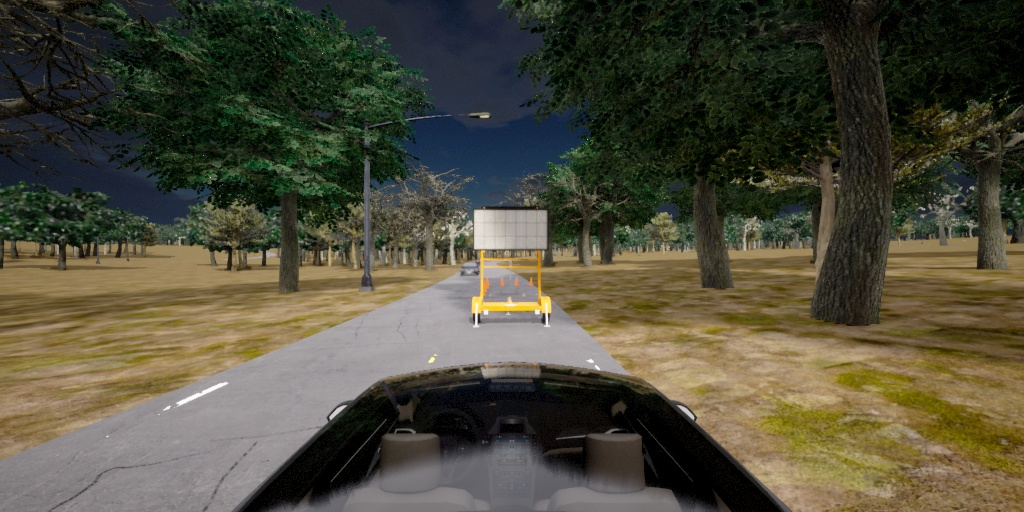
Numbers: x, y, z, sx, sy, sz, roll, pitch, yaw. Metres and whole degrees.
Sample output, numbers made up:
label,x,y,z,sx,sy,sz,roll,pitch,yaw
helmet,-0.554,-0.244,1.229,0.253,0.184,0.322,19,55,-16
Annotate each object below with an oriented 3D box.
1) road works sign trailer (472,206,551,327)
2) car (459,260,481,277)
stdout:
label,x,y,z,sx,sy,sz,roll,pitch,yaw
road works sign trailer,-0.046,0.225,11.523,2.380,3.560,2.880,0,0,-2
car,-4.292,1.346,36.901,1.812,1.442,4.674,0,0,-4
